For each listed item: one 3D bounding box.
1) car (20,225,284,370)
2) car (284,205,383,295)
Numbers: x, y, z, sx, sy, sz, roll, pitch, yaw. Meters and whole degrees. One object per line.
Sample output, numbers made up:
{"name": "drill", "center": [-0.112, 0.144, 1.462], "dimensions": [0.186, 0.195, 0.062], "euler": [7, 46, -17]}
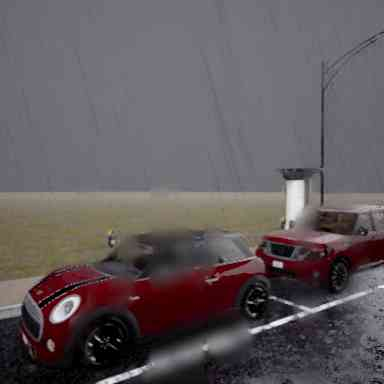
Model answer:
{"name": "car", "center": [-0.622, 1.436, 5.644], "dimensions": [4.097, 1.590, 1.967], "euler": [0, 1, -35]}
{"name": "car", "center": [3.982, 1.300, 8.926], "dimensions": [5.009, 1.841, 2.192], "euler": [0, 1, -35]}
